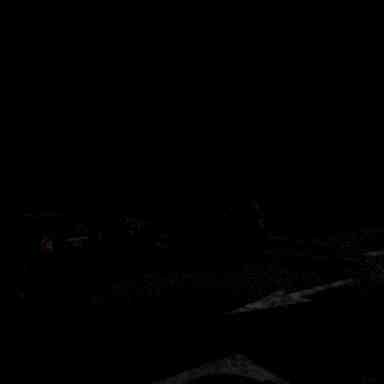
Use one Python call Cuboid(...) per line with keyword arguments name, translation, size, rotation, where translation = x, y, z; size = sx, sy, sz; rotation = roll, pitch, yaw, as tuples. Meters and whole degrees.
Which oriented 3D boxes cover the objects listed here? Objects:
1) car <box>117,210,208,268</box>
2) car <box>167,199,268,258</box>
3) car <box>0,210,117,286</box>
Cuboid(name="car", translation=(-2.217, 1.520, 11.448), size=(4.892, 1.521, 2.231), rotation=(-1, -1, 34))
Cuboid(name="car", translation=(0.218, 1.288, 13.210), size=(5.566, 2.045, 2.435), rotation=(-1, -1, 34))
Cuboid(name="car", translation=(-4.648, 1.372, 9.668), size=(4.553, 1.767, 2.185), rotation=(-1, -1, 34))
